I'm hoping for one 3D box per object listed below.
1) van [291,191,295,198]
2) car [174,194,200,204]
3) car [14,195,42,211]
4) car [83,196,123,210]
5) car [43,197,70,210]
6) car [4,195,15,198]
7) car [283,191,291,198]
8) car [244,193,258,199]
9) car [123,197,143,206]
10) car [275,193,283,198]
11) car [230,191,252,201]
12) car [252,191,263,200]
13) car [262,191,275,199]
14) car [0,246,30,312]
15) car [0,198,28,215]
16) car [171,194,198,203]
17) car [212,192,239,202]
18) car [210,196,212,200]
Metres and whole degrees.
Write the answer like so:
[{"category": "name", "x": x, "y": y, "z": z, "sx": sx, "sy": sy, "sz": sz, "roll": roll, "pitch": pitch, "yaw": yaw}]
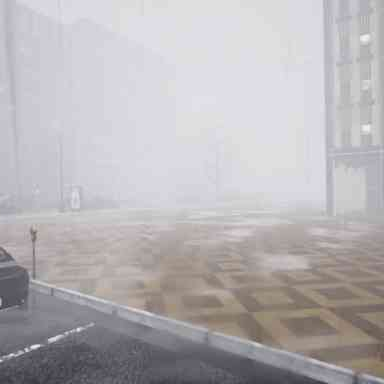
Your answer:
[{"category": "van", "x": 25.432, "y": 0.655, "z": 86.511, "sx": 1.690, "sy": 1.788, "sz": 3.998, "roll": -1, "pitch": 0, "yaw": 36}, {"category": "car", "x": -0.492, "y": 1.062, "z": 50.688, "sx": 1.967, "sy": 1.590, "sz": 4.097, "roll": -1, "pitch": 0, "yaw": 36}, {"category": "car", "x": -20.243, "y": 1.228, "z": 37.690, "sx": 2.192, "sy": 1.841, "sz": 5.009, "roll": -1, "pitch": 0, "yaw": 36}, {"category": "car", "x": -10.214, "y": 1.186, "z": 37.254, "sx": 1.967, "sy": 1.590, "sz": 4.097, "roll": -1, "pitch": 0, "yaw": 36}, {"category": "car", "x": -15.090, "y": 1.360, "z": 40.395, "sx": 1.812, "sy": 1.442, "sz": 4.674, "roll": -1, "pitch": 0, "yaw": 36}, {"category": "car", "x": -20.654, "y": 1.385, "z": 32.699, "sx": 1.882, "sy": 1.535, "sz": 5.008, "roll": -1, "pitch": 0, "yaw": 37}, {"category": "car", "x": 22.194, "y": 0.932, "z": 82.033, "sx": 1.802, "sy": 1.307, "sz": 4.206, "roll": -1, "pitch": 0, "yaw": 36}, {"category": "car", "x": 15.406, "y": 1.041, "z": 86.947, "sx": 1.947, "sy": 1.339, "sz": 4.313, "roll": -1, "pitch": 0, "yaw": 36}, {"category": "car", "x": -9.382, "y": 1.362, "z": 48.278, "sx": 1.895, "sy": 1.301, "sz": 4.718, "roll": -1, "pitch": 0, "yaw": 36}, {"category": "car", "x": 18.953, "y": 0.939, "z": 77.555, "sx": 2.008, "sy": 1.369, "sz": 4.403, "roll": -1, "pitch": 0, "yaw": 36}, {"category": "car", "x": 9.231, "y": 1.048, "z": 64.121, "sx": 1.887, "sy": 1.381, "sz": 4.507, "roll": -1, "pitch": 0, "yaw": 36}, {"category": "car", "x": 12.472, "y": 1.046, "z": 68.599, "sx": 1.802, "sy": 1.307, "sz": 4.206, "roll": -1, "pitch": 0, "yaw": 36}, {"category": "car", "x": 15.710, "y": 0.741, "z": 73.077, "sx": 2.192, "sy": 1.841, "sz": 5.009, "roll": -1, "pitch": 0, "yaw": 36}, {"category": "car", "x": -4.926, "y": 1.553, "z": 6.558, "sx": 4.403, "sy": 1.369, "sz": 2.008, "roll": 0, "pitch": -1, "yaw": 35}, {"category": "car", "x": -16.694, "y": 1.413, "z": 28.298, "sx": 1.802, "sy": 1.307, "sz": 4.206, "roll": -1, "pitch": 0, "yaw": 36}, {"category": "car", "x": -1.296, "y": 1.152, "z": 59.325, "sx": 2.128, "sy": 1.511, "sz": 4.902, "roll": -1, "pitch": 0, "yaw": 36}, {"category": "car", "x": 5.990, "y": 1.093, "z": 59.644, "sx": 2.008, "sy": 1.369, "sz": 4.403, "roll": -1, "pitch": 0, "yaw": 36}, {"category": "car", "x": 5.683, "y": 1.029, "z": 73.513, "sx": 1.967, "sy": 1.590, "sz": 4.097, "roll": -1, "pitch": 0, "yaw": 36}]
